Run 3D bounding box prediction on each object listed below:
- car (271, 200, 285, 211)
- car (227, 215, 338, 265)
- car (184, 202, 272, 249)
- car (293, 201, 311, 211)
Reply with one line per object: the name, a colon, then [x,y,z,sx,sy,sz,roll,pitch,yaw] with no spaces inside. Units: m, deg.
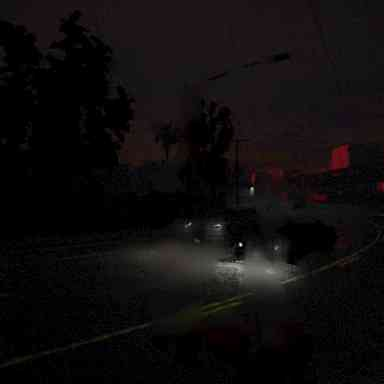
car: [13.905,2.150,54.710,2.097,1.767,4.553,-1,-1,4]
car: [3.829,1.679,12.602,2.033,1.411,5.357,-1,-1,42]
car: [1.649,1.519,15.607,2.097,1.767,4.553,-1,-1,39]
car: [17.285,2.225,52.555,1.837,1.490,4.892,-1,-1,4]
